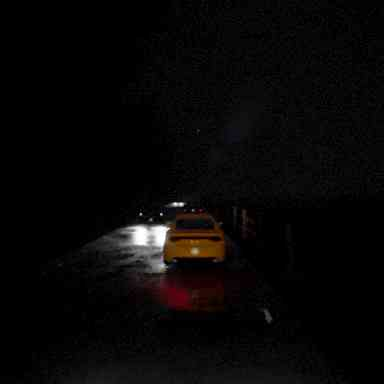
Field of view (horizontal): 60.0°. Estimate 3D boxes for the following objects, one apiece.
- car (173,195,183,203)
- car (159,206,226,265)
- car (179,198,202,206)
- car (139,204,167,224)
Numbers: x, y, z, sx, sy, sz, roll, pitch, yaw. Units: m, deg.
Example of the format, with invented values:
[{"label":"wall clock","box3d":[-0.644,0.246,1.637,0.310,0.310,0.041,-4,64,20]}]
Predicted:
[{"label":"car","box3d":[-2.752,1.421,66.980,2.128,1.511,4.902,0,0,0]},{"label":"car","box3d":[0.091,1.499,11.781,1.882,1.535,5.008,0,0,0]},{"label":"car","box3d":[0.101,1.571,30.165,2.033,1.411,5.357,0,0,0]},{"label":"car","box3d":[-2.848,1.628,25.352,1.895,1.301,4.718,0,0,0]}]
